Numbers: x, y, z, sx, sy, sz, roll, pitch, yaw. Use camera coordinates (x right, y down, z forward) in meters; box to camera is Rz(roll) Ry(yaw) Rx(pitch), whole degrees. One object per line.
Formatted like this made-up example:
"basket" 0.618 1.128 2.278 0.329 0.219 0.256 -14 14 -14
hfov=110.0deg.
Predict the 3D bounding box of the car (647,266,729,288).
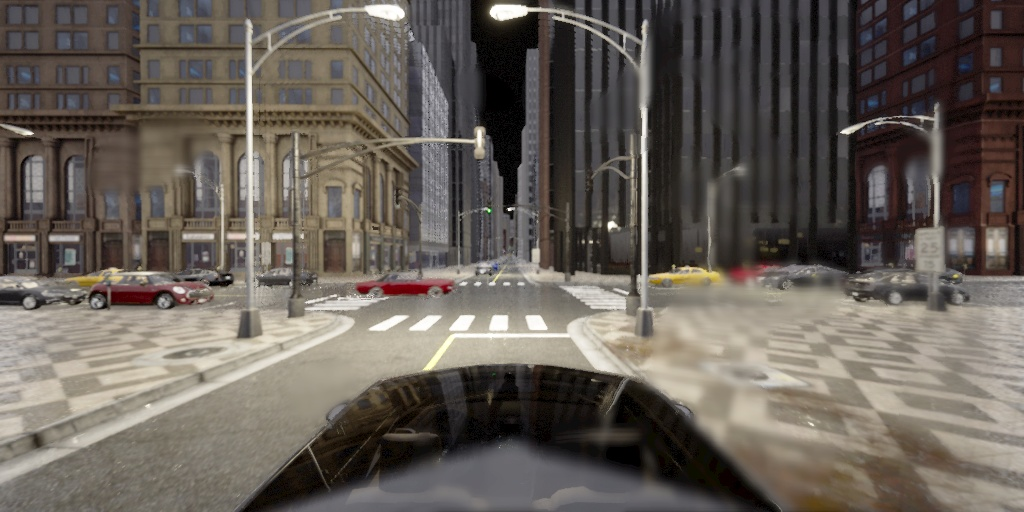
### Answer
"car" 11.541 1.343 24.152 4.829 1.417 1.751 0 0 0

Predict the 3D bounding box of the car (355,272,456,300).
"car" -5.259 1.486 18.294 4.718 1.301 1.895 0 0 0

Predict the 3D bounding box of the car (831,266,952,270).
"car" 19.696 1.370 18.430 4.674 1.442 1.812 0 0 0

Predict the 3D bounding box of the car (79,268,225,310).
"car" -15.360 1.407 15.475 4.097 1.591 1.967 0 0 0

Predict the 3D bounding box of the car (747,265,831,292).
"car" 17.390 1.314 21.517 4.902 1.511 2.128 0 0 0

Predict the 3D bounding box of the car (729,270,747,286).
"car" 17.011 1.349 24.183 4.507 1.381 1.888 0 0 0

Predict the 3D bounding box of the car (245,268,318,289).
"car" -15.378 1.453 24.000 4.403 1.370 2.007 0 0 0

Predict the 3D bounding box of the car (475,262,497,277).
"car" -3.175 1.532 41.182 2.128 1.511 4.902 0 0 0

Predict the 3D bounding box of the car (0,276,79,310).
"car" -21.029 1.539 15.443 4.403 1.370 2.007 0 0 0

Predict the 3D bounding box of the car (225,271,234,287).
"car" -21.048 1.490 23.968 4.313 1.339 1.948 0 0 0

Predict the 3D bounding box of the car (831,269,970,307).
"car" 17.130 1.420 15.659 4.403 1.370 2.007 0 0 0
